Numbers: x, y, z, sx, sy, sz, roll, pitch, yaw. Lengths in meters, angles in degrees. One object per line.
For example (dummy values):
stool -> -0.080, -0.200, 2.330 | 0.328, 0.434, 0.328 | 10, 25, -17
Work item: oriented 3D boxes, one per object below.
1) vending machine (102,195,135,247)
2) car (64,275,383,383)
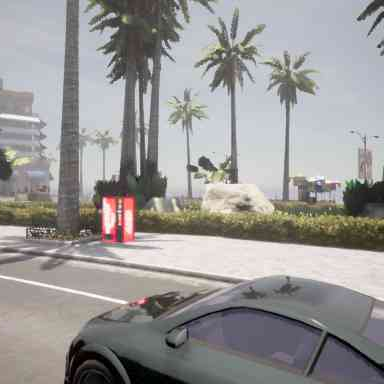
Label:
vending machine -> -3.134, 1.195, 14.185 | 0.880, 2.100, 1.100 | 0, 0, 27
car -> 0.695, 1.564, 3.192 | 4.181, 1.385, 1.994 | 0, 0, 34
